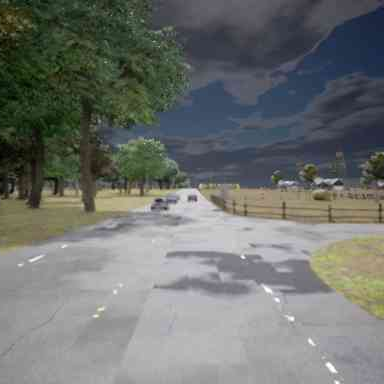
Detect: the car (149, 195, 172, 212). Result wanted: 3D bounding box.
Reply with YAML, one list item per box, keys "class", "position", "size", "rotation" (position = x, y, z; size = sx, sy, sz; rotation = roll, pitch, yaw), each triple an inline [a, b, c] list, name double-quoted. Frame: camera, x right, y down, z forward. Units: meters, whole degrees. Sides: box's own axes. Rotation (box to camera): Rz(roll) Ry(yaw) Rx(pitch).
- class: "car"
  position: [-3.579, 1.392, 37.781]
  size: [1.812, 1.442, 4.674]
  rotation: [0, 0, 0]

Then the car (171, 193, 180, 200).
- class: "car"
  position: [-3.488, 0.971, 70.807]
  size: [1.812, 1.442, 4.674]
  rotation: [0, 1, 0]

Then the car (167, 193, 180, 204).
- class: "car"
  position: [-3.549, 1.022, 55.577]
  size: [2.097, 1.767, 4.553]
  rotation: [0, 1, 0]

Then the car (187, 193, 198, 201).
- class: "car"
  position: [0.110, 1.006, 66.716]
  size: [2.128, 1.511, 4.902]
  rotation: [0, 1, 0]
